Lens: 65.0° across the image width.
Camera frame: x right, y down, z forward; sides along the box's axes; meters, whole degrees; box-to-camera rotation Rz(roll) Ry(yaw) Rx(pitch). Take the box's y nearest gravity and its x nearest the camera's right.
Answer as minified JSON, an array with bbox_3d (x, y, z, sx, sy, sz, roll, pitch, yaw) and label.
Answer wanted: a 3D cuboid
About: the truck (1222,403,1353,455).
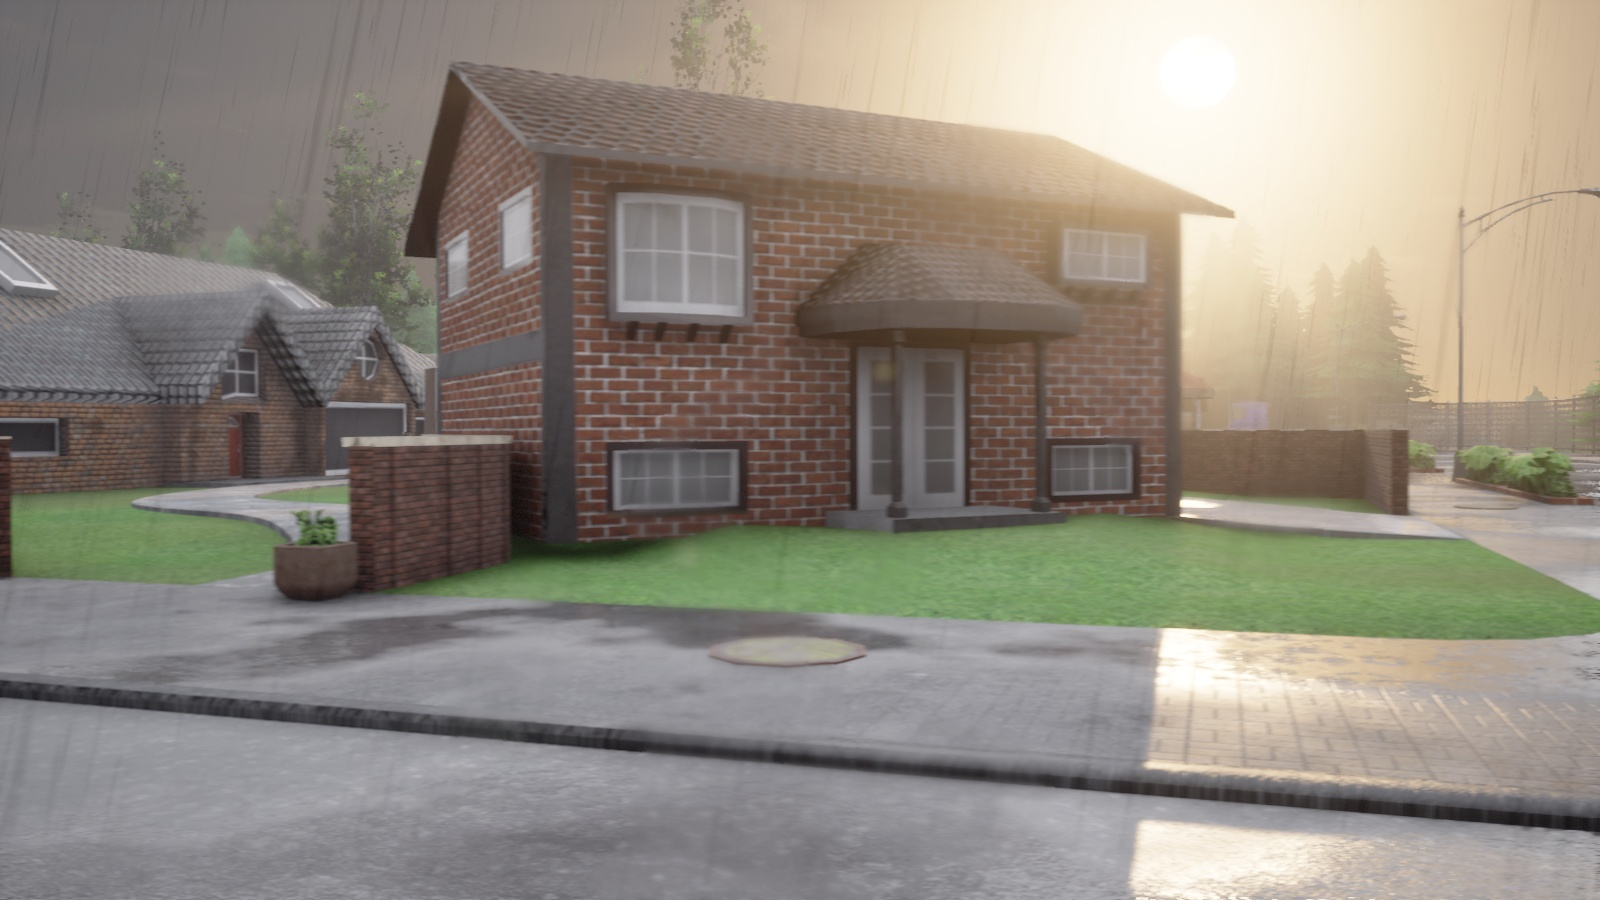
[{"bbox_3d":[33.831,-1.443,87.394,7.936,3.462,2.891,1,1,40],"label":"truck"}]
